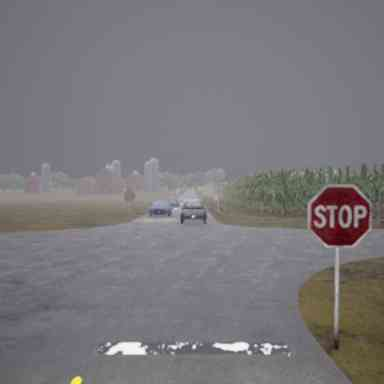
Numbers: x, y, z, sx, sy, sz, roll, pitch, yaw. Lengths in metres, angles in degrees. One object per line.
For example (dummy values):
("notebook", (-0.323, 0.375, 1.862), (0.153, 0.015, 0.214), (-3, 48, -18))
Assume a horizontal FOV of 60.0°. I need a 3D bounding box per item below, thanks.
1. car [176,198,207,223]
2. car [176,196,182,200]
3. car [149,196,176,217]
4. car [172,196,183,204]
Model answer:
("car", (0.112, 1.469, 25.197), (2.128, 1.511, 4.902), (0, 0, 0))
("car", (-2.814, 1.504, 46.047), (1.994, 1.385, 4.181), (0, 0, 0))
("car", (-2.835, 1.446, 31.054), (1.882, 1.535, 5.008), (0, 1, 0))
("car", (-2.733, 1.494, 63.915), (1.895, 1.301, 4.718), (0, 0, 1))
